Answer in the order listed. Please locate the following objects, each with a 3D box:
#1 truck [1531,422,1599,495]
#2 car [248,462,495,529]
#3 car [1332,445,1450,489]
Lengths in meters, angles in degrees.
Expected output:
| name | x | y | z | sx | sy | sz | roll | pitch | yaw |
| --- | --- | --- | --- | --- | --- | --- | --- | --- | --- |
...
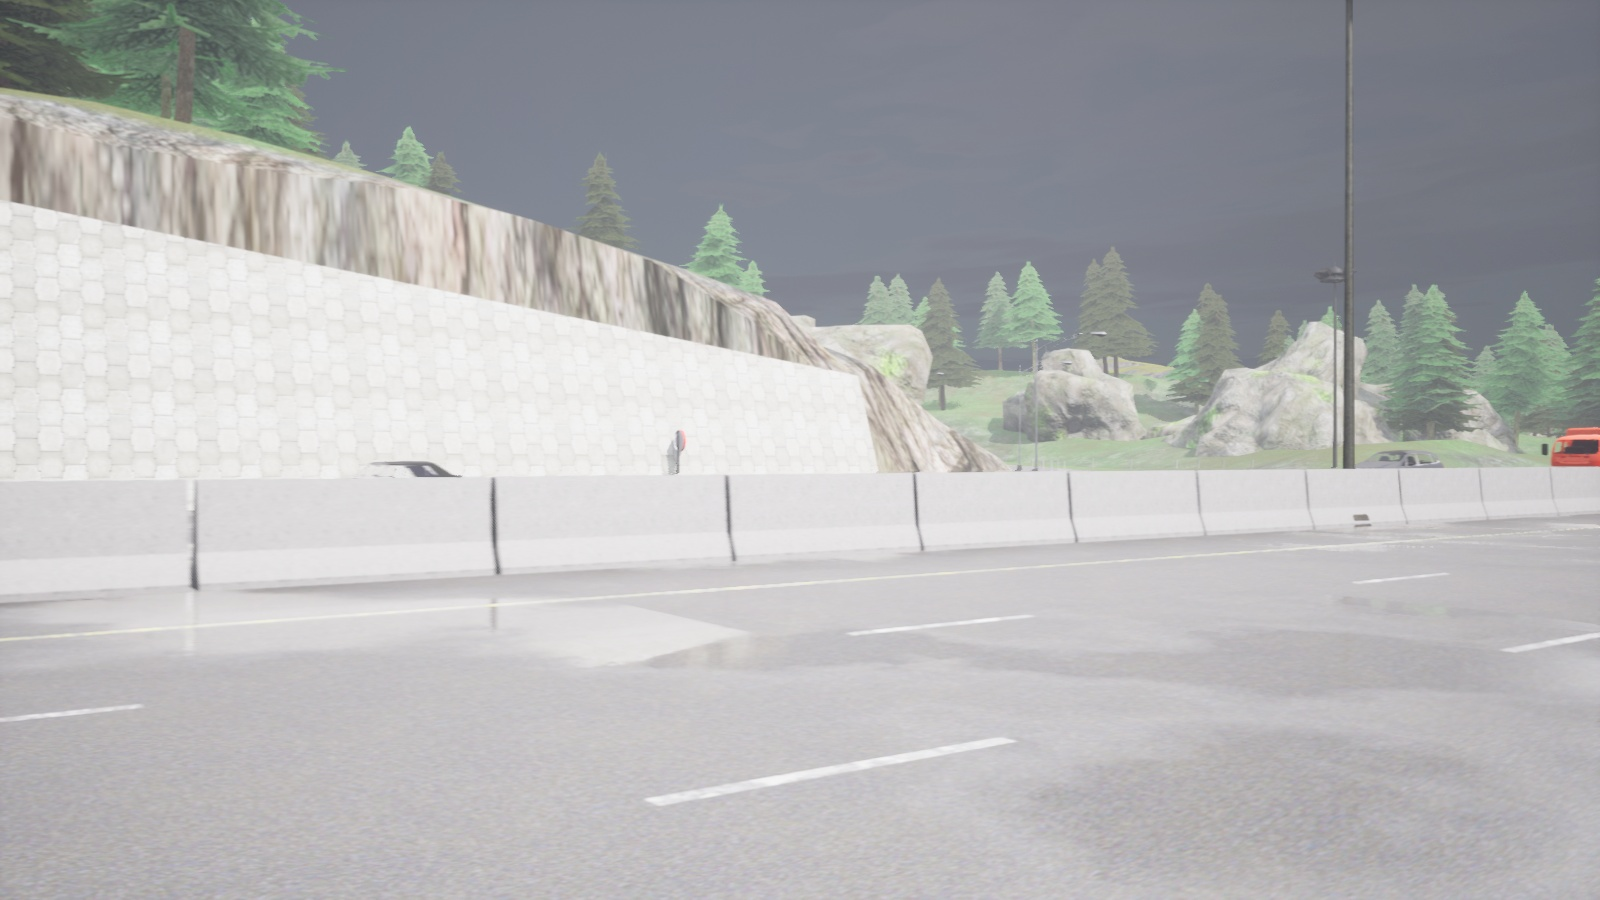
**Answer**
| name | x | y | z | sx | sy | sz | roll | pitch | yaw |
| --- | --- | --- | --- | --- | --- | --- | --- | --- | --- |
| truck | 28.880 | 0.314 | 45.088 | 5.204 | 2.467 | 2.627 | 1 | 0 | -35 |
| car | -9.191 | 0.931 | 27.111 | 4.718 | 1.301 | 1.895 | 0 | 0 | -35 |
| car | 23.468 | 0.663 | 49.844 | 4.611 | 1.667 | 2.242 | 0 | 0 | -35 |
